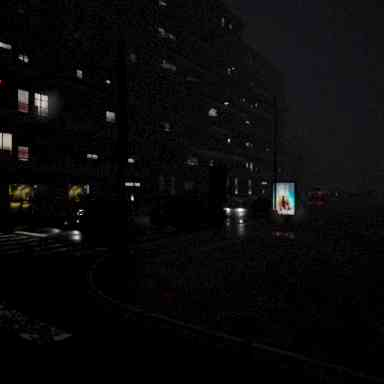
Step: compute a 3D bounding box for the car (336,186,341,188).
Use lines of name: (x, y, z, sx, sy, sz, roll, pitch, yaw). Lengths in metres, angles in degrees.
car: (34.417, -0.239, 81.486, 1.967, 1.590, 4.097, 2, 2, 35)

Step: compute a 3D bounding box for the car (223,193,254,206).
car: (5.748, 0.828, 40.630, 2.008, 1.369, 4.403, 2, 2, 35)

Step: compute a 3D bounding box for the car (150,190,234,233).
car: (-0.097, 1.026, 17.701, 2.192, 1.841, 5.009, 1, 2, 35)

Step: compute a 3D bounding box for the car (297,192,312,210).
car: (9.460, 0.964, 31.331, 1.947, 1.339, 4.313, 1, 2, 35)

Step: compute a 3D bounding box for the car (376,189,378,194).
car: (44.506, -0.221, 81.280, 2.008, 1.369, 4.403, 1, 2, 35)

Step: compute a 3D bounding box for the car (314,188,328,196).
car: (28.046, -0.025, 72.406, 1.967, 1.590, 4.097, 2, 2, 35)

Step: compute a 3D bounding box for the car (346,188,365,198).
car: (28.577, 0.309, 58.576, 1.887, 1.381, 4.507, 1, 2, 35)

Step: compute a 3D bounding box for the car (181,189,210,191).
car: (-0.063, 0.764, 27.855, 2.150, 2.045, 5.566, 0, 1, 36)

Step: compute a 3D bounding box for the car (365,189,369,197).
car: (31.763, 0.098, 63.113, 1.967, 1.590, 4.097, 1, 2, 35)

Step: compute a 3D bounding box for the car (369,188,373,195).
car: (34.949, 0.096, 67.657, 1.887, 1.381, 4.507, 1, 2, 35)

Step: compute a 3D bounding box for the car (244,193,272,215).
car: (6.274, 1.069, 26.789, 1.947, 1.339, 4.313, 1, 2, 35)

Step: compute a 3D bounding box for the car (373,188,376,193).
car: (38.135, -0.012, 72.198, 1.887, 1.381, 4.507, 1, 2, 35)

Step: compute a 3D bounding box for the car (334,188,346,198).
car: (25.045, 0.406, 58.080, 1.895, 1.301, 4.718, 0, 1, 35)

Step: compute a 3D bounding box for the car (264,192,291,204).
car: (11.406, 0.731, 44.135, 1.994, 1.385, 4.181, 0, 1, 36)

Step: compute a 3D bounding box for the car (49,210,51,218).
car: (-6.991, 1.009, 22.464, 2.192, 1.841, 5.009, 1, 2, 35)

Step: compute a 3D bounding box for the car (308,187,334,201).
car: (18.863, 0.233, 49.271, 2.150, 2.045, 5.566, 0, 1, 35)

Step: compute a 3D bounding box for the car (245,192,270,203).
car: (8.933, 0.754, 45.170, 1.802, 1.307, 4.206, 2, 2, 35)

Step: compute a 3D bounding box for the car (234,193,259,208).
car: (5.587, 0.884, 35.894, 1.812, 1.442, 4.674, 0, 1, 35)

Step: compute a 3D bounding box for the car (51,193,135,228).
car: (-5.602, 1.075, 19.968, 2.097, 1.767, 4.553, 0, 1, 35)

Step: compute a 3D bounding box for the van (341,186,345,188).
van: (37.603, -0.446, 86.023, 1.690, 1.788, 3.998, 2, 2, 35)
